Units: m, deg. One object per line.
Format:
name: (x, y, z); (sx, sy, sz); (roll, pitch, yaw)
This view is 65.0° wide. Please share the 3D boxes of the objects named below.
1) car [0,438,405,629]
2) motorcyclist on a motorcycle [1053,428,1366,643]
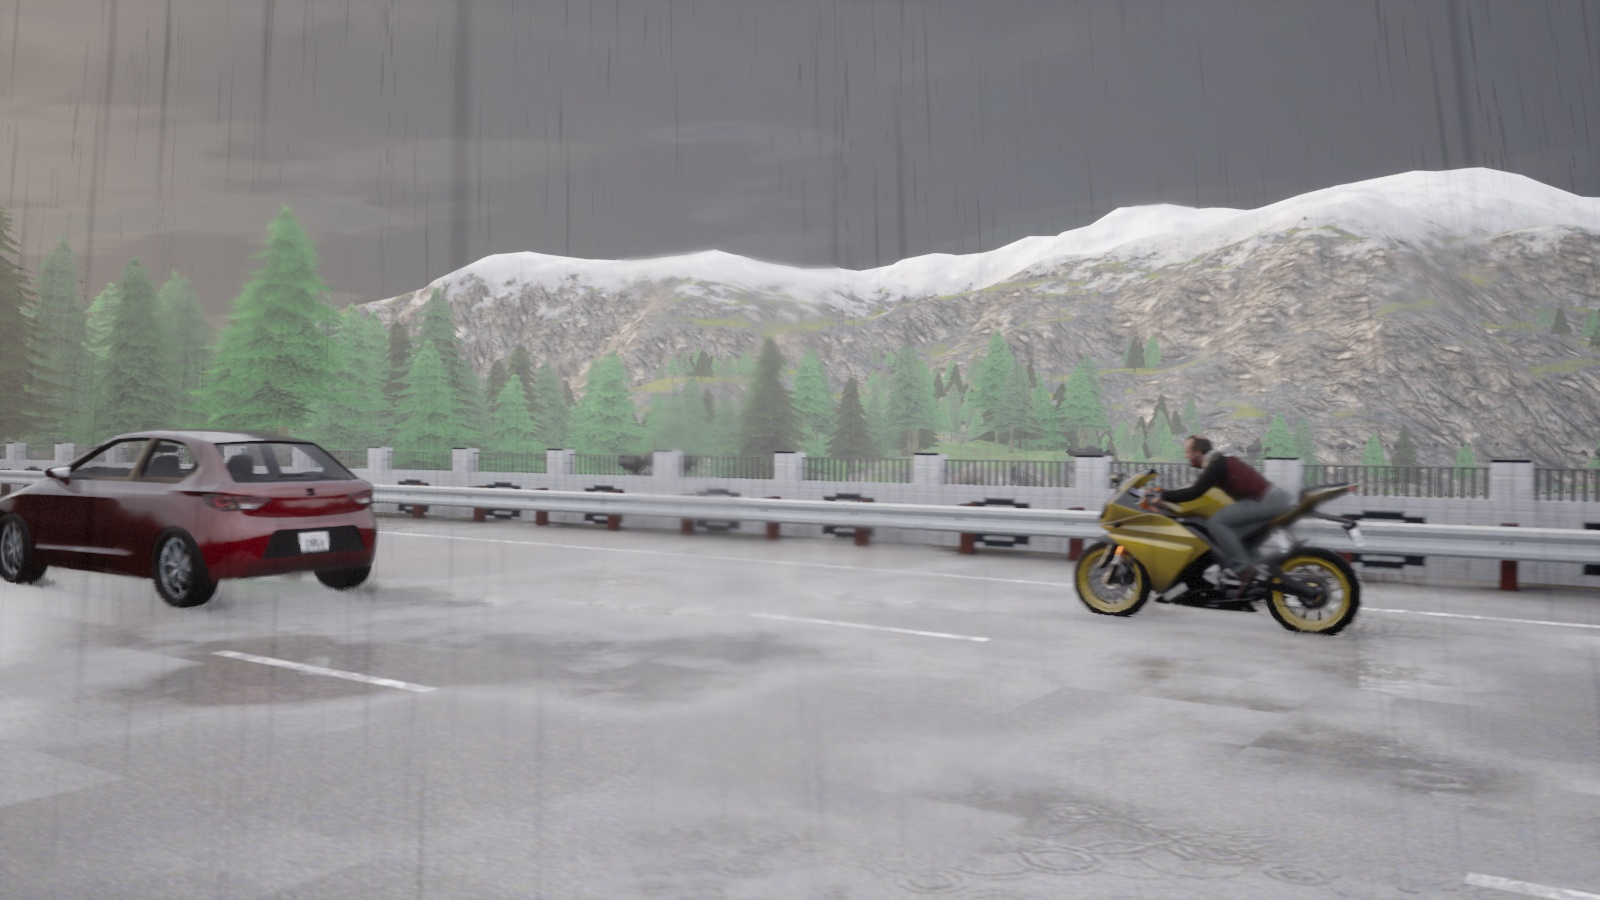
car: (-5.807, 0.645, 11.683); (4.193, 1.474, 1.816); (0, 1, 34)
motorcyclist on a motorcycle: (3.201, 0.602, 9.901); (2.191, 1.530, 0.866); (0, 1, 34)
